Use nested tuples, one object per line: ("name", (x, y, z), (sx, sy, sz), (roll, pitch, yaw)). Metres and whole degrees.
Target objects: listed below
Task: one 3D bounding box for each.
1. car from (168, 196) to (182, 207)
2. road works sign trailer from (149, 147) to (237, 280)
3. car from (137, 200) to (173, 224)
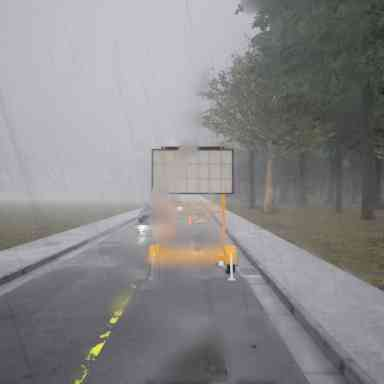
("car", (-2.657, 1.347, 51.455), (2.097, 1.767, 4.553), (0, 0, 0))
("road works sign trailer", (0.019, 0.463, 9.873), (2.380, 3.560, 2.880), (0, 0, 0))
("car", (-2.804, 1.545, 25.001), (2.033, 1.411, 5.357), (0, 0, 0))
